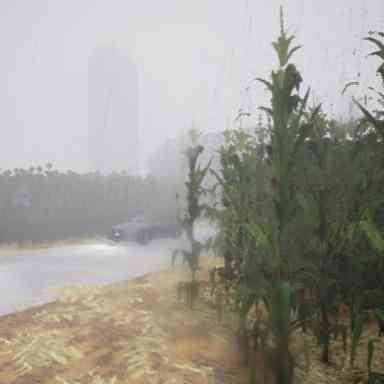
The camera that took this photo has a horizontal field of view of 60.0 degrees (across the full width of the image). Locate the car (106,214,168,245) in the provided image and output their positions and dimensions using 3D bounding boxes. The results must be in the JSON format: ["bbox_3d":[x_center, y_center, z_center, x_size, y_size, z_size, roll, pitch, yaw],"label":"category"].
[{"bbox_3d":[-2.355,1.826,17.248,1.994,1.385,4.181,-1,-1,36],"label":"car"}]
